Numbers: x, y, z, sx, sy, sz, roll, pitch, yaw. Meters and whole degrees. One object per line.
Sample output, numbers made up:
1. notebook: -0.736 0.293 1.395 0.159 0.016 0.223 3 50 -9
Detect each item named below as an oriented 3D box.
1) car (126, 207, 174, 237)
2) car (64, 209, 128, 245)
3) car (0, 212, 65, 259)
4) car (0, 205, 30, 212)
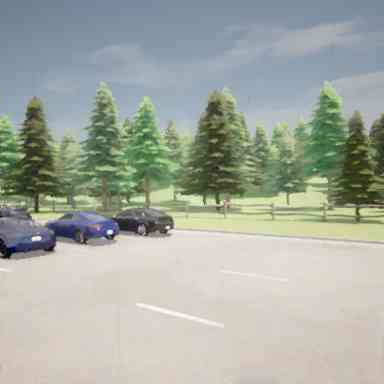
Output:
1. car: -3.241 1.654 19.114 4.892 1.490 1.837 0 0 36
2. car: -5.591 1.676 16.496 4.674 1.442 1.812 0 0 36
3. car: -7.378 1.712 13.473 4.181 1.385 1.994 -1 0 36
4. car: -15.450 1.801 27.827 4.902 1.511 2.128 -1 0 36
